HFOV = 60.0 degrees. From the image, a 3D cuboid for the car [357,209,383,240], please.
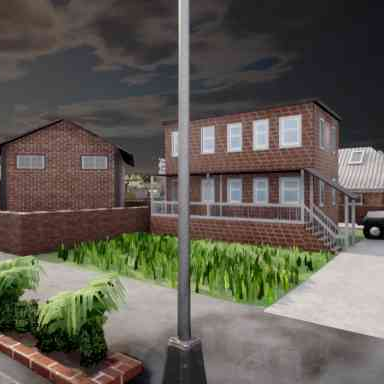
[{"bbox_3d":[8.506,0.973,12.581,3.866,1.878,1.905,0,0,36],"label":"car"}]
